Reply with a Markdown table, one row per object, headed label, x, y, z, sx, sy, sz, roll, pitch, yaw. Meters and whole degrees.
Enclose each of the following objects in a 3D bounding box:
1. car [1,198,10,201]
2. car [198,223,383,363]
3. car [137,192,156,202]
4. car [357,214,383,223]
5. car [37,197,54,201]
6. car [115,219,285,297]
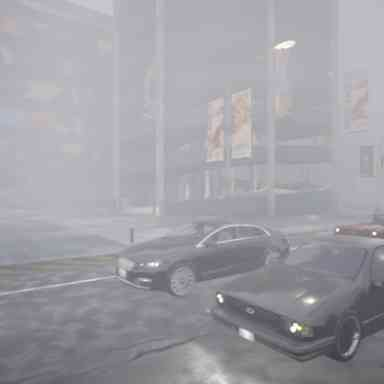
| label | x | y | z | sx | sy | sz | roll | pitch | yaw |
| --- | --- | --- | --- | --- | --- | --- | --- | --- | --- |
| car | -22.726 | 1.319 | 39.903 | 2.002 | 1.452 | 4.674 | 0 | 0 | -36 |
| car | 2.902 | 1.548 | 6.073 | 5.357 | 1.411 | 2.033 | 0 | 0 | -36 |
| car | -9.040 | 1.031 | 65.335 | 2.435 | 2.045 | 5.566 | 0 | 0 | -36 |
| car | 8.030 | 1.603 | 14.036 | 4.718 | 1.301 | 1.895 | 0 | 0 | -35 |
| car | -23.553 | 1.463 | 53.835 | 1.895 | 1.301 | 4.718 | 0 | 0 | -36 |
| car | 0.489 | 1.492 | 8.647 | 4.902 | 1.511 | 2.128 | 0 | 0 | -36 |
